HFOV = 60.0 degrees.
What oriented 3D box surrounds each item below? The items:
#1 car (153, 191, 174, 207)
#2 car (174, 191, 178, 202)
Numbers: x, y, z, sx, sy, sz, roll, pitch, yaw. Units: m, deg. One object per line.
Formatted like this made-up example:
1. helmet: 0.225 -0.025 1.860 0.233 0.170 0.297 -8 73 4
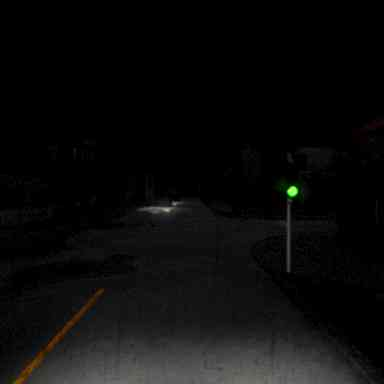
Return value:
1. car: -4.078 0.980 46.483 2.150 2.045 5.566 0 1 0
2. car: -3.994 0.859 66.013 2.150 2.045 5.566 0 0 0
